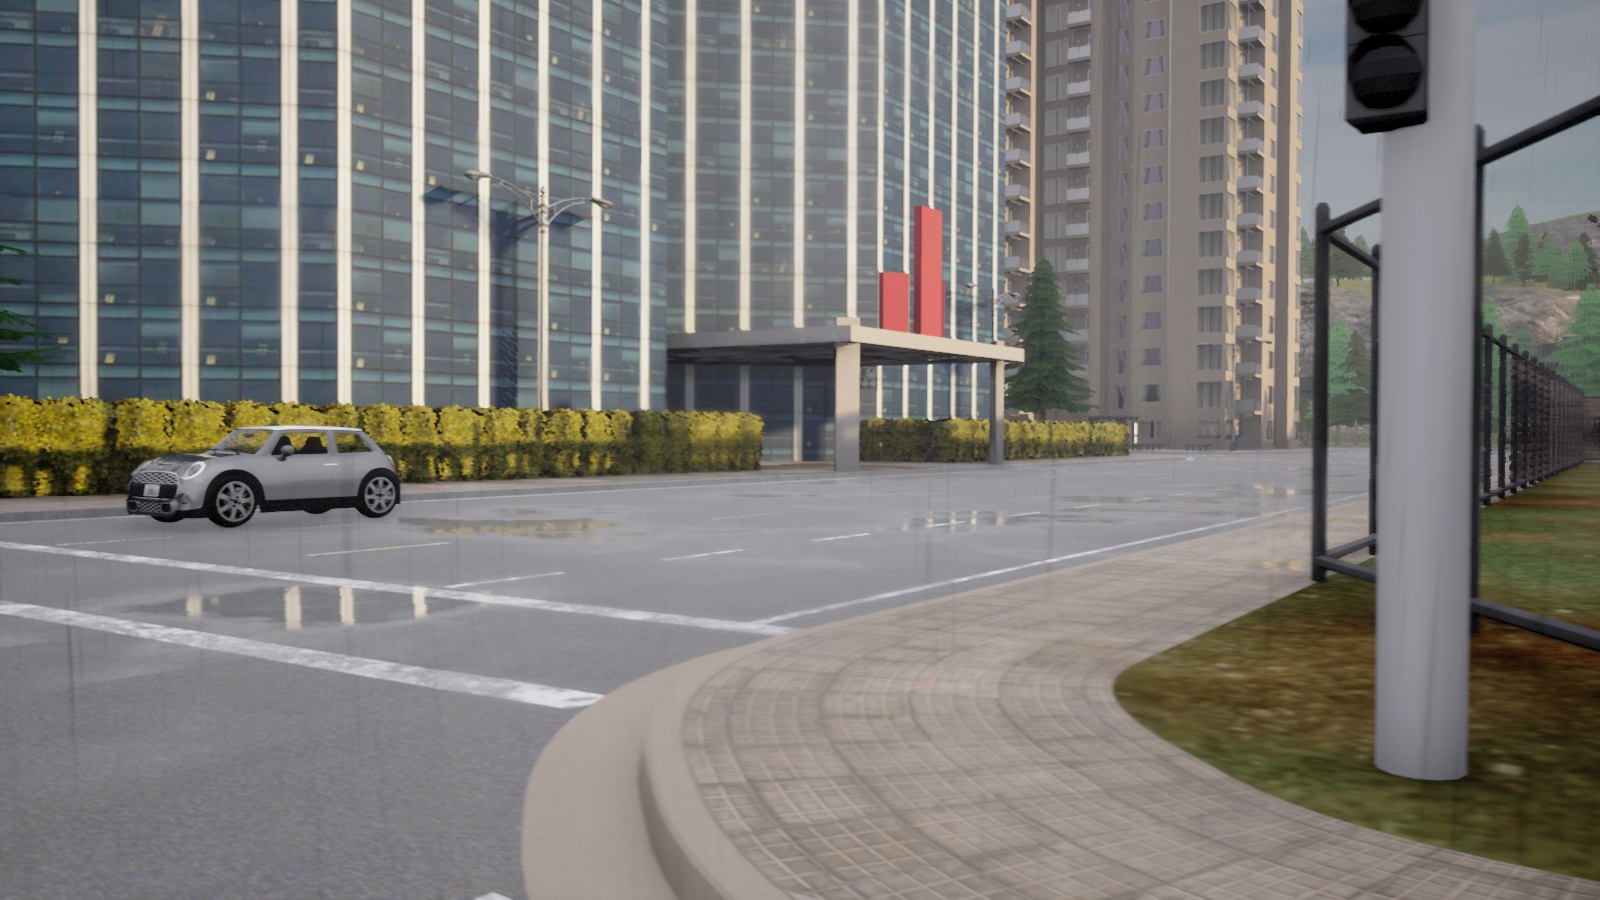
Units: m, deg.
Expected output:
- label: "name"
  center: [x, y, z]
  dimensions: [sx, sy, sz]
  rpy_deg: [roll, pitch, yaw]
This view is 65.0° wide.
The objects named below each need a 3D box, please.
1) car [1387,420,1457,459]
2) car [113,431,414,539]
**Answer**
- label: "car"
  center: [24.456, -0.423, 49.292]
  dimensions: [1.970, 1.475, 3.806]
  rpy_deg: [0, 1, 34]
- label: "car"
  center: [-8.195, 0.462, 19.463]
  dimensions: [1.970, 1.475, 3.806]
  rpy_deg: [0, 1, 34]
